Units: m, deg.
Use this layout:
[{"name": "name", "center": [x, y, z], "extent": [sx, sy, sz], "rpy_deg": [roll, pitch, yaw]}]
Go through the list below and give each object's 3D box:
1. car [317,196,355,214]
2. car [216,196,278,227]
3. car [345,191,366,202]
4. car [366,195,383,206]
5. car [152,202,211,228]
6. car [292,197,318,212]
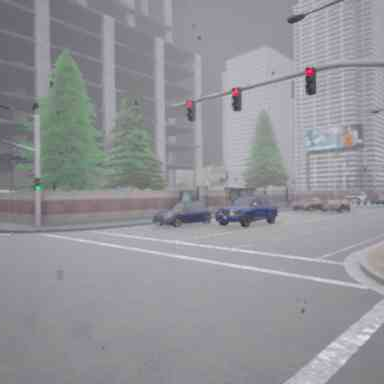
[{"name": "car", "center": [15.796, 1.536, 36.272], "extent": [1.812, 1.442, 4.674], "rpy_deg": [-1, 0, 44]}, {"name": "car", "center": [4.066, 1.327, 24.012], "extent": [2.150, 2.045, 5.566], "rpy_deg": [-1, 0, 44]}, {"name": "car", "center": [24.976, 0.902, 50.846], "extent": [2.150, 2.045, 5.566], "rpy_deg": [-1, 0, 44]}, {"name": "car", "center": [27.532, 1.200, 48.450], "extent": [1.882, 1.535, 5.008], "rpy_deg": [-1, 0, 44]}, {"name": "car", "center": [-0.735, 1.517, 24.046], "extent": [2.097, 1.767, 4.553], "rpy_deg": [-1, 0, 44]}, {"name": "car", "center": [13.563, 1.402, 39.015], "extent": [2.097, 1.767, 4.553], "rpy_deg": [-1, 0, 44]}]
